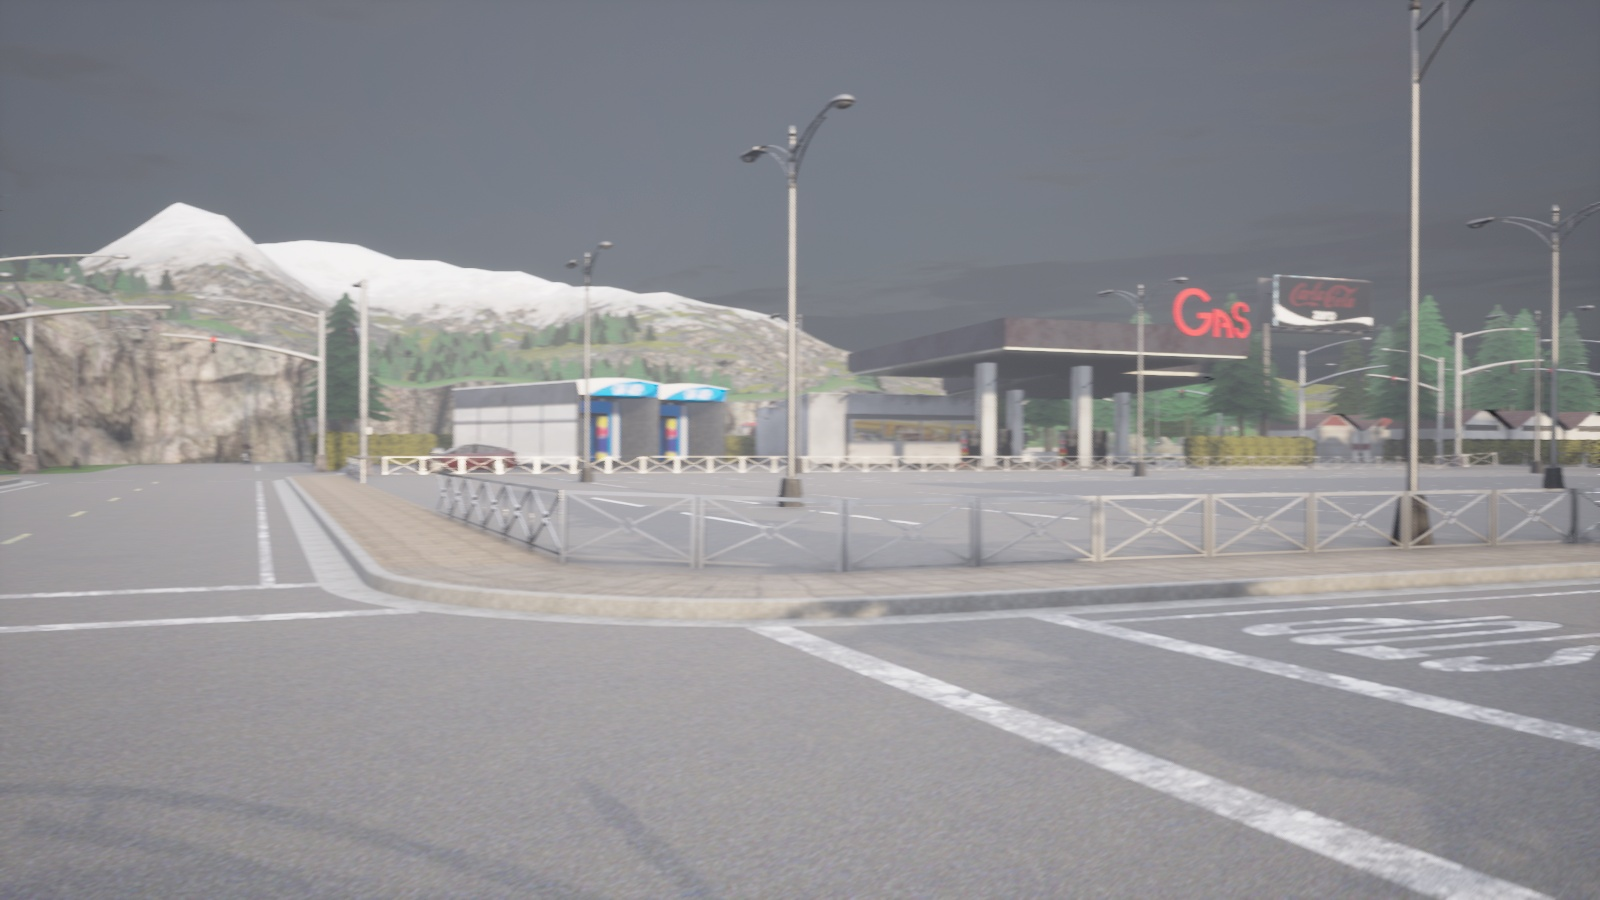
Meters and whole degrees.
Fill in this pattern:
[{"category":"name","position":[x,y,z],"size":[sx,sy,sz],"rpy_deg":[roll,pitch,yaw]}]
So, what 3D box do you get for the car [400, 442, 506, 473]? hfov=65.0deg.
[{"category":"car","position":[-17.043,0.370,61.710],"size":[4.792,1.488,2.163],"rpy_deg":[0,0,-23]}]
